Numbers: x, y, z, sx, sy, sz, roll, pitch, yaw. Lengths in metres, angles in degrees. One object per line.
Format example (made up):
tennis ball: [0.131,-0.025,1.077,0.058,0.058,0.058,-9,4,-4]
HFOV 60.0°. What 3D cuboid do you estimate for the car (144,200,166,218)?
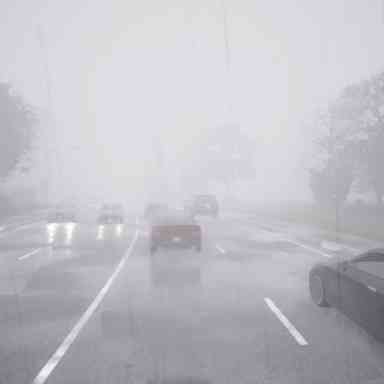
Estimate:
car: [-3.334,1.447,30.346,1.882,1.535,5.008,0,0,-12]

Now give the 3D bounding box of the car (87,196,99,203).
car: [-19.348,1.445,65.087,2.128,1.511,4.902,0,0,-26]

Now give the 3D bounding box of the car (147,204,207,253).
car: [-0.741,1.463,13.794,1.882,1.535,5.008,0,0,-5]

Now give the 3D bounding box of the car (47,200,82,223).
car: [-9.707,1.546,25.508,1.994,1.385,4.181,0,0,-11]

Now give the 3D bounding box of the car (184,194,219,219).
car: [0.687,1.189,28.261,2.150,2.045,5.566,0,0,-11]

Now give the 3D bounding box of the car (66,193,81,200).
car: [-23.321,1.149,65.201,2.150,2.045,5.566,0,0,-28]

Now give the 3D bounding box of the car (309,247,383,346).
car: [3.365,1.512,4.932,1.812,1.442,4.674,0,0,-2]

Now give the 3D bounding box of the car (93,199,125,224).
car: [-5.994,1.526,24.948,2.033,1.411,5.357,0,0,-10]
